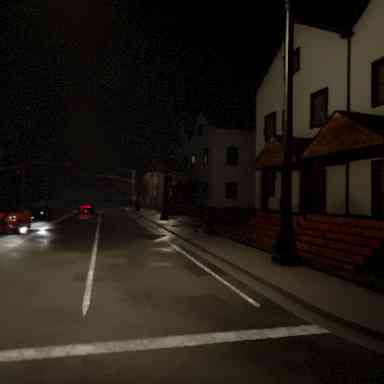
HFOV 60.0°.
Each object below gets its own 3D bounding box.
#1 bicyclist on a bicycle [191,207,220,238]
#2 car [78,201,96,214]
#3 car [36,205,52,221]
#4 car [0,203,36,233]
[{"bbox_3d":[0.746,1.634,17.728,1.656,1.620,0.582,1,-1,-15],"label":"bicyclist on a bicycle"},{"bbox_3d":[-13.099,1.945,41.359,1.837,1.490,4.892,1,-1,-15],"label":"car"},{"bbox_3d":[-13.832,1.827,29.790,1.895,1.301,4.718,1,-1,-15],"label":"car"},{"bbox_3d":[-11.295,1.469,20.264,2.097,1.767,4.553,1,-1,-15],"label":"car"}]
